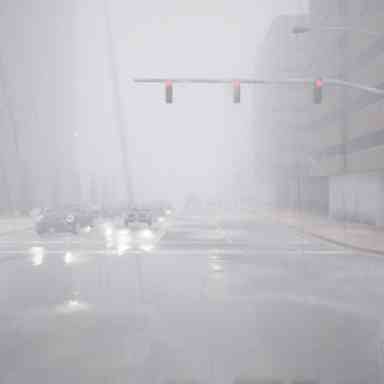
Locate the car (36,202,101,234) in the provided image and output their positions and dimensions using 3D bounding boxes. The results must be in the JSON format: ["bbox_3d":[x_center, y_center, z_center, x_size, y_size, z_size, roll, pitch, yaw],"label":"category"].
[{"bbox_3d":[-7.088,1.371,19.117,2.097,1.767,4.553,0,0,0],"label":"car"}]

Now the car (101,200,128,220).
[{"bbox_3d":[-7.087,1.629,28.108,1.895,1.301,4.718,0,0,0],"label":"car"}]

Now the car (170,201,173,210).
[{"bbox_3d":[-3.554,1.606,42.938,1.994,1.385,4.181,0,0,1],"label":"car"}]

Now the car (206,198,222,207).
[{"bbox_3d":[3.601,1.651,51.665,1.895,1.301,4.718,0,0,0],"label":"car"}]

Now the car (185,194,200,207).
[{"bbox_3d":[0.102,1.271,50.780,2.150,2.045,5.566,0,0,0],"label":"car"}]

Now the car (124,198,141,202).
[{"bbox_3d":[-7.080,1.515,37.606,1.882,1.535,5.008,0,0,0],"label":"car"}]

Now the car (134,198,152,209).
[{"bbox_3d":[-7.016,1.572,47.806,1.812,1.442,4.674,0,0,0],"label":"car"}]

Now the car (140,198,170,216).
[{"bbox_3d":[-3.570,1.510,33.033,1.882,1.535,5.008,0,0,0],"label":"car"}]

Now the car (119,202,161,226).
[{"bbox_3d":[-3.577,1.624,23.785,1.895,1.301,4.718,0,0,0],"label":"car"}]

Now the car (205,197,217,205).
[{"bbox_3d":[3.502,1.660,60.832,1.895,1.301,4.718,0,0,0],"label":"car"}]
